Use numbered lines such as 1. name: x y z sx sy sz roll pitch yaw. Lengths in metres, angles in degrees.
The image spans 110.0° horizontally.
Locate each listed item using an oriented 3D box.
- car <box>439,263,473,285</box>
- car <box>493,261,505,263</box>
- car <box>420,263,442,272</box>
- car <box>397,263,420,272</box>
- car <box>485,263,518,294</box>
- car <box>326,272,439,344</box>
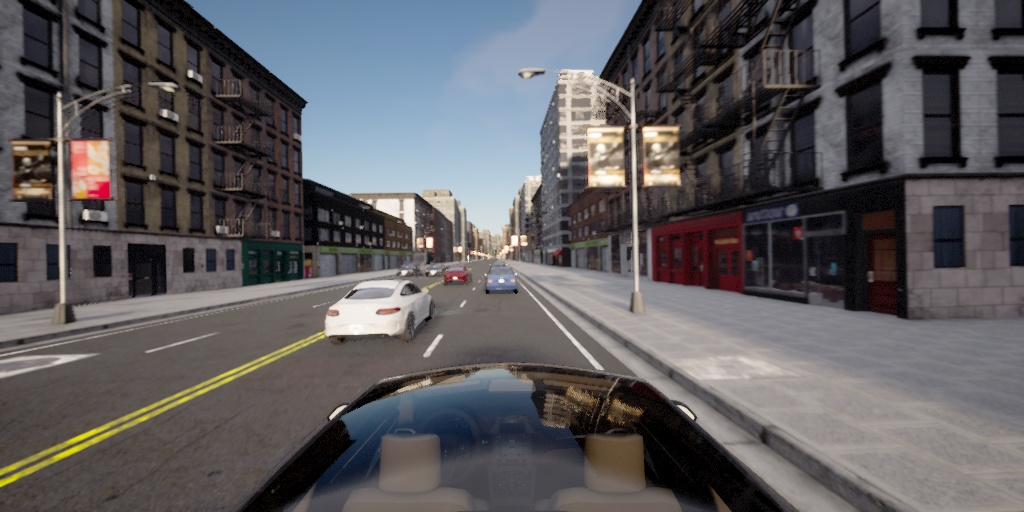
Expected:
1. car: -4.165 1.424 27.836 1.812 1.442 4.674 -1 0 -2
2. car: -1.475 1.352 40.667 1.882 1.535 5.008 -1 0 -2
3. car: -8.069 1.498 38.662 2.128 1.511 4.902 -1 0 -2
4. car: -11.369 1.570 39.833 2.128 1.511 4.902 -1 0 -2
5. car: -0.641 1.356 21.158 2.033 1.411 5.357 -1 0 -2
6. car: -3.399 1.365 9.897 1.812 1.442 4.674 -1 0 -2
